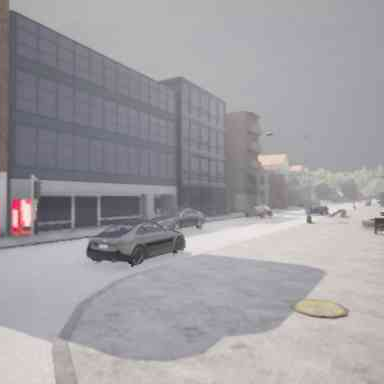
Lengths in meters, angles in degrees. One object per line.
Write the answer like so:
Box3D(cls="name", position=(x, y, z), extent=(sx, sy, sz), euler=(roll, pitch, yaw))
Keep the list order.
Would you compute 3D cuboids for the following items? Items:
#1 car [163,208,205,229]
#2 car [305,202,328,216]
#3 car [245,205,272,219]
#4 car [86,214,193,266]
Box3D(cls="car", position=(-0.893, 1.839, 22.474), extent=(2.128, 1.511, 4.902), euler=(0, -1, 31))
Box3D(cls="car", position=(15.817, 2.022, 42.169), extent=(2.097, 1.767, 4.553), euler=(0, -1, 32))
Box3D(cls="car", position=(7.248, 2.090, 35.954), extent=(1.812, 1.442, 4.674), euler=(0, -1, 31))
Box3D(cls="car", position=(-1.925, 1.757, 12.501), extent=(1.994, 1.385, 4.181), euler=(-1, -1, 28))
